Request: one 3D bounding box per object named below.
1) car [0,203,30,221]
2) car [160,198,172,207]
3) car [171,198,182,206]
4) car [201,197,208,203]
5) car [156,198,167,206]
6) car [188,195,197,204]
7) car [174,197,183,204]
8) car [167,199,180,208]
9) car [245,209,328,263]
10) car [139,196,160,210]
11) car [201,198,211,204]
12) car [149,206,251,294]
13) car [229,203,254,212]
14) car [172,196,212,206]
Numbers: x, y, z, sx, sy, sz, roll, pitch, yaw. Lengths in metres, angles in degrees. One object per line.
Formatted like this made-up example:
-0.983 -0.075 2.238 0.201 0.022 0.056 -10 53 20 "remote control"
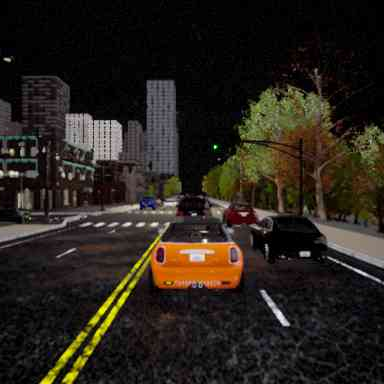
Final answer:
-18.075 1.815 31.971 4.553 1.767 2.097 -1 0 1 "car"
-3.279 1.928 49.958 1.812 1.442 4.674 0 0 0 "car"
-3.158 2.071 69.264 2.128 1.511 4.902 0 0 0 "car"
3.368 2.073 90.120 1.812 1.442 4.674 0 0 0 "car"
-6.408 2.064 70.485 1.837 1.490 4.892 0 0 0 "car"
0.103 1.853 79.737 2.150 2.045 5.566 0 0 0 "car"
-3.146 1.989 79.551 2.097 1.767 4.553 0 0 0 "car"
-3.246 1.966 59.179 2.128 1.511 4.902 0 0 0 "car"
3.365 1.607 12.306 1.837 1.490 4.892 0 0 0 "car"
-6.525 1.626 50.309 2.150 2.045 5.566 0 0 0 "car"
3.353 2.168 79.701 2.033 1.411 5.357 0 0 0 "car"
0.113 1.426 9.155 2.097 1.767 4.553 0 -1 0 "car"
3.380 1.546 23.786 2.097 1.767 4.553 0 0 0 "car"
0.129 1.396 21.320 2.150 2.045 5.566 0 0 0 "car"
